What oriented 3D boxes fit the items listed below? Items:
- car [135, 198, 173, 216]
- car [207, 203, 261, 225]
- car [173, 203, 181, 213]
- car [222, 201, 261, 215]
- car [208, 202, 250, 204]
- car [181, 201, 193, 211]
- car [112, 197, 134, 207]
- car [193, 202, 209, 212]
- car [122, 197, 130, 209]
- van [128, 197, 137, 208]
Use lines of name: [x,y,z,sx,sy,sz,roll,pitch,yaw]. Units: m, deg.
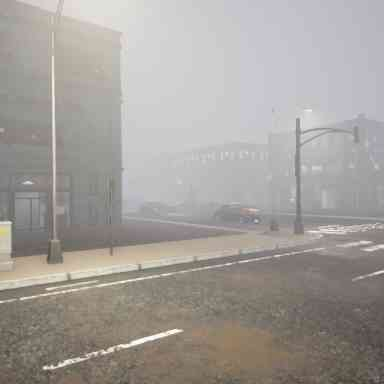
car: [-4.402,1.849,37.979,1.967,1.590,4.097,-1,0,-35]
car: [3.542,1.817,26.599,1.947,1.339,4.313,-1,0,-35]
car: [-3.689,1.974,41.462,1.994,1.385,4.181,-1,0,-36]
car: [5.637,1.813,38.325,2.008,1.369,4.403,-2,0,-35]
car: [4.055,1.735,30.571,1.882,1.535,5.008,-1,-1,-35]
car: [-0.776,1.969,47.348,1.802,1.307,4.206,-1,0,-35]
car: [-13.610,1.943,65.393,2.192,1.841,5.009,-1,0,-35]
car: [2.430,1.907,42.837,1.802,1.307,4.206,-2,0,-35]
car: [-12.561,2.072,54.084,2.128,1.511,4.902,-1,0,-35]
van: [-10.403,1.910,60.882,1.690,1.788,3.998,-1,0,-35]
